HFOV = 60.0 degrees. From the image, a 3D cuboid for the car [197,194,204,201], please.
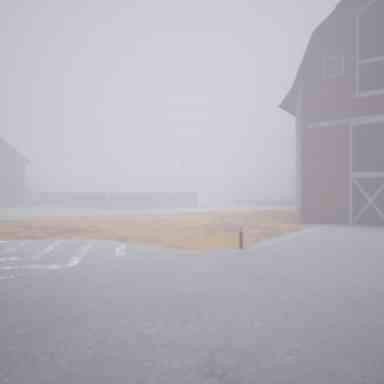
[{"bbox_3d":[1.336,1.440,90.822,1.932,1.855,4.605,0,0,35],"label":"car"}]
